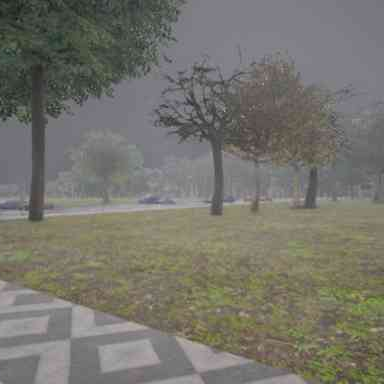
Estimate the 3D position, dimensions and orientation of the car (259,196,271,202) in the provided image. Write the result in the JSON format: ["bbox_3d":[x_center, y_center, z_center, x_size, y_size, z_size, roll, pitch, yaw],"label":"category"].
[{"bbox_3d":[17.263,1.620,78.859,1.994,1.385,4.181,-1,-1,35],"label":"car"}]

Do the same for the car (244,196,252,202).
[{"bbox_3d":[14.010,1.619,79.889,1.812,1.442,4.674,-1,-1,35],"label":"car"}]

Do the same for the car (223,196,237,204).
[{"bbox_3d":[6.946,1.520,64.139,1.837,1.490,4.892,-1,-1,35],"label":"car"}]

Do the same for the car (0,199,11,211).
[{"bbox_3d":[-22.137,1.588,40.311,2.033,1.411,5.357,-1,0,35],"label":"car"}]

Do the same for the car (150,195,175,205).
[{"bbox_3d":[-4.900,1.615,58.879,1.994,1.385,4.181,-1,-1,36],"label":"car"}]

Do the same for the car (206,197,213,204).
[{"bbox_3d":[4.526,1.611,66.344,1.994,1.385,4.181,-1,-1,35],"label":"car"}]

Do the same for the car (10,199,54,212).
[{"bbox_3d":[-18.675,1.576,39.571,1.994,1.385,4.181,-1,0,35],"label":"car"}]

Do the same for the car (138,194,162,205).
[{"bbox_3d":[-7.444,1.307,60.909,2.150,2.045,5.566,-1,-1,36],"label":"car"}]
